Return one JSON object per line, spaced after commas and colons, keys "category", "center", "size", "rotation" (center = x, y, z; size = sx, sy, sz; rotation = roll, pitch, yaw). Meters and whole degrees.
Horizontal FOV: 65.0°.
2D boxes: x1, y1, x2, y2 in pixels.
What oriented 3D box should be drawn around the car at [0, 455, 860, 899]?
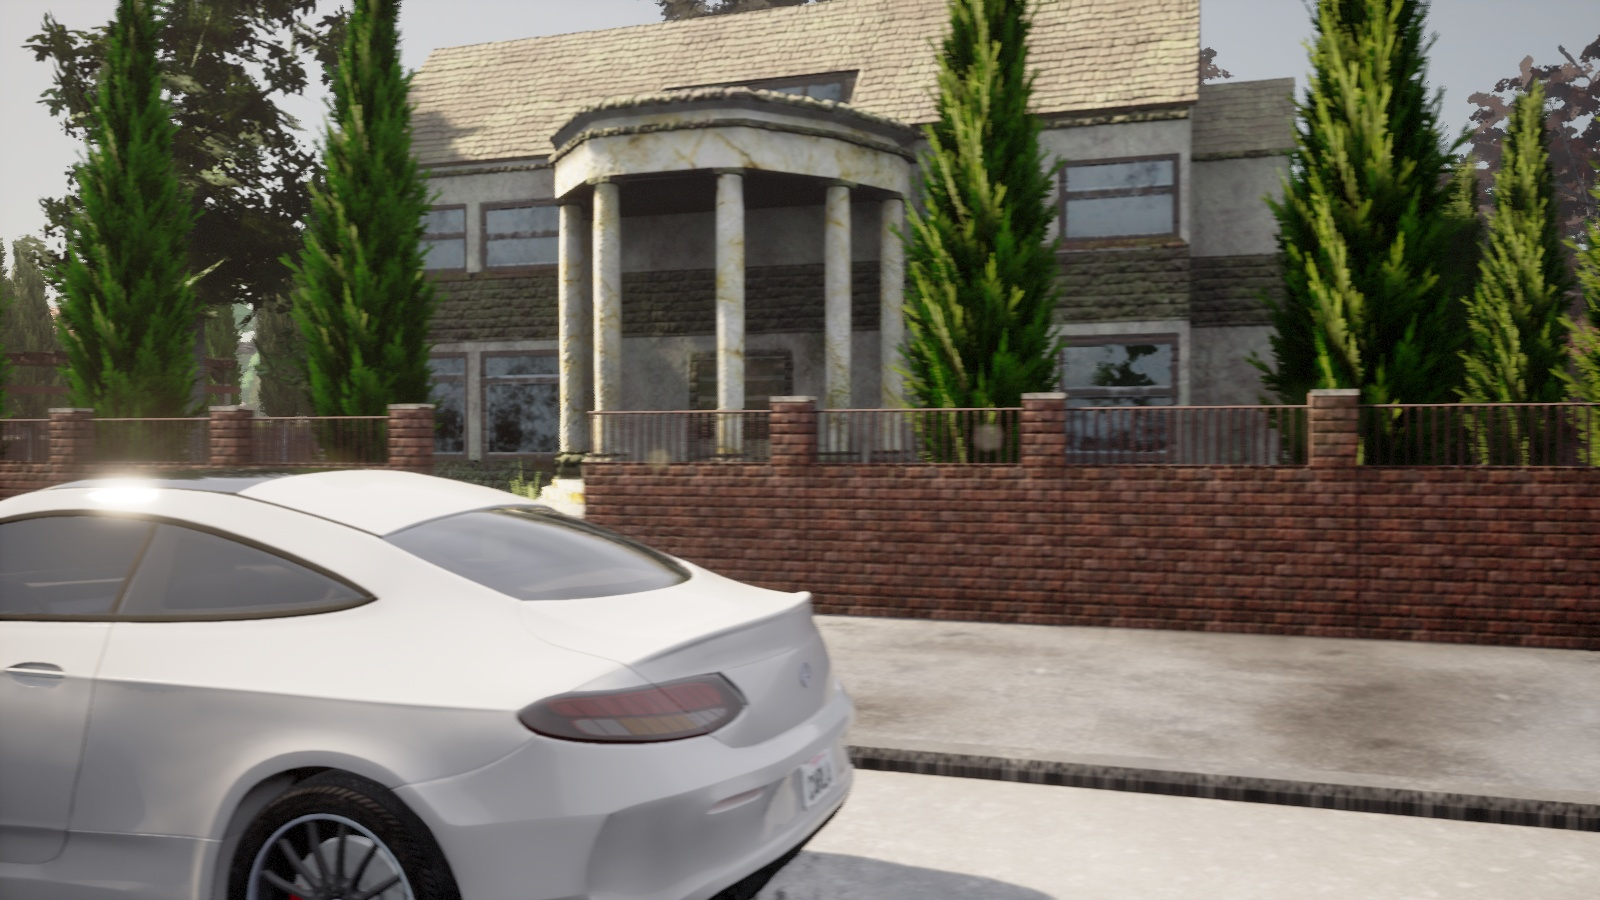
{"category": "car", "center": [-2.285, 0.772, 4.491], "size": [4.674, 1.442, 1.812], "rotation": [1, 1, 19]}
